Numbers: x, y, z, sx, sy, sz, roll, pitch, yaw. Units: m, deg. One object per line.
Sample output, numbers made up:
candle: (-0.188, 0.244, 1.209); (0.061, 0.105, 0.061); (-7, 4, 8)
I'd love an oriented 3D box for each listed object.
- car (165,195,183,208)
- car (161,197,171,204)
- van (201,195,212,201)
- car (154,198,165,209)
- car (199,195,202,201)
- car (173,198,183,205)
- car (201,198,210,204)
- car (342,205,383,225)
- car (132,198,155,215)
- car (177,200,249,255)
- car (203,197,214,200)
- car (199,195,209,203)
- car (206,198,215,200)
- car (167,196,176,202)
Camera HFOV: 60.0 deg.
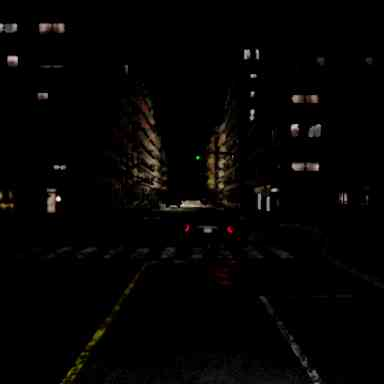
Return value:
car: (-2.942, 1.469, 52.675); (2.150, 2.045, 5.566); (0, 0, 0)
car: (-5.493, 1.883, 71.202); (1.887, 1.381, 4.507); (1, 0, 0)
van: (2.846, 1.597, 54.252); (1.690, 1.788, 3.998); (1, 0, 0)
car: (-5.551, 1.669, 48.632); (1.967, 1.590, 4.097); (1, 0, 0)
car: (2.873, 1.837, 65.707); (1.752, 1.417, 4.829); (1, 0, 0)
car: (-2.824, 1.917, 68.427); (1.895, 1.301, 4.718); (0, 0, 0)
car: (2.886, 1.920, 71.179); (1.802, 1.307, 4.206); (1, 0, 0)
car: (13.706, 1.718, 25.481); (4.097, 1.590, 1.967); (0, -2, 1)
car: (-5.581, 1.700, 37.176); (1.752, 1.417, 4.829); (1, 0, 0)
car: (1.117, 1.417, 14.003); (2.097, 1.767, 4.553); (0, 0, 15)
car: (2.813, 1.753, 42.967); (2.008, 1.369, 4.403); (1, 0, 0)
car: (2.920, 1.709, 82.465); (2.192, 1.841, 5.009); (1, 0, 0)
car: (2.798, 1.742, 37.325); (1.947, 1.339, 4.313); (1, 0, 0)
car: (-5.447, 1.862, 88.130); (1.967, 1.590, 4.097); (1, 0, 0)
